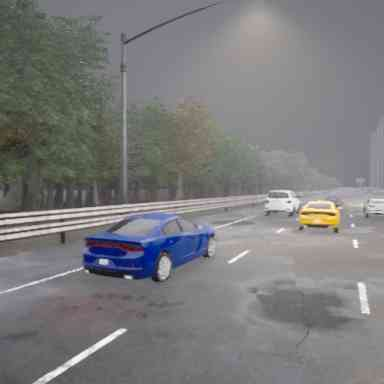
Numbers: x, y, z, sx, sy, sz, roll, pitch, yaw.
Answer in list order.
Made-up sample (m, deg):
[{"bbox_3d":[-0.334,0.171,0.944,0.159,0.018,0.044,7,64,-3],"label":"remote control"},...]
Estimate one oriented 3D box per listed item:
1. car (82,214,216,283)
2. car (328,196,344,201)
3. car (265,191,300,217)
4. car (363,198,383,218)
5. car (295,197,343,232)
[{"bbox_3d":[-0.888,1.361,9.555,1.882,1.535,5.008,0,1,25],"label":"car"},{"bbox_3d":[15.147,1.135,35.541,2.033,1.411,5.357,0,1,25],"label":"car"},{"bbox_3d":[7.649,0.893,27.788,2.150,2.045,5.566,0,1,25],"label":"car"},{"bbox_3d":[14.626,1.218,26.208,1.812,1.442,4.674,0,1,25],"label":"car"},{"bbox_3d":[7.295,1.253,18.775,1.882,1.535,5.008,0,1,25],"label":"car"}]
